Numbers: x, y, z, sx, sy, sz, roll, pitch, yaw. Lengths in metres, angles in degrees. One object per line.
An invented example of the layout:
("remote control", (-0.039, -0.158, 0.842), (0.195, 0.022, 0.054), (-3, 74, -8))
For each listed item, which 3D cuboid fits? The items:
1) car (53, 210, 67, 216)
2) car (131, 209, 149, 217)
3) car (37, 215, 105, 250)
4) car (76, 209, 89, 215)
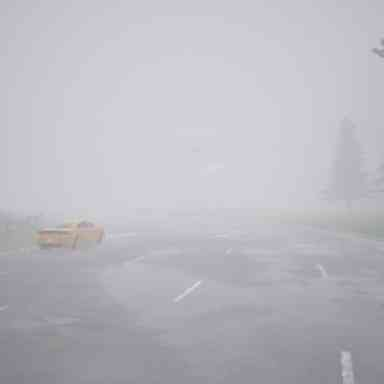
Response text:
("car", (-28.723, 4.695, 72.338), (2.033, 1.411, 5.357), (0, -3, -38))
("car", (-10.376, 4.048, 65.776), (1.837, 1.490, 4.892), (0, -3, -38))
("car", (-6.558, 2.283, 18.637), (1.882, 1.535, 5.008), (0, -2, 8))
("car", (-26.946, 4.918, 81.485), (1.882, 1.535, 5.008), (0, -3, -38))
